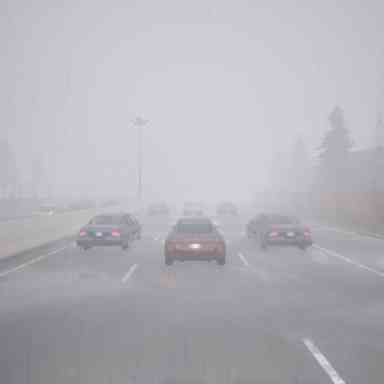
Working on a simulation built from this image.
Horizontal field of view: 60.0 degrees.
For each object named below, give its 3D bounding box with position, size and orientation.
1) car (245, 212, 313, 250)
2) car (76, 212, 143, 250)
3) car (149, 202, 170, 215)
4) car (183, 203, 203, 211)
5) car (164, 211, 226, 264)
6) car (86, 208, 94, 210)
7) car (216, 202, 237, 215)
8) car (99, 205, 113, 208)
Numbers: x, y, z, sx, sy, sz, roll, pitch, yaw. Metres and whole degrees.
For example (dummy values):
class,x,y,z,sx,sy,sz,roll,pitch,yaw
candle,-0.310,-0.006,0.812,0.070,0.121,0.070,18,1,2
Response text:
class,x,y,z,sx,sy,sz,roll,pitch,yaw
car,3.601,1.602,14.652,2.033,1.411,5.357,0,0,0
car,-3.399,1.603,14.664,2.033,1.411,5.357,0,0,0
car,-3.398,1.695,35.054,1.994,1.385,4.181,0,0,0
car,0.102,1.726,33.441,1.895,1.301,4.718,0,0,0
car,0.100,1.609,12.015,1.994,1.385,4.181,0,0,0
car,-14.081,1.708,42.931,2.033,1.411,5.357,0,0,0
car,3.604,1.695,35.101,1.994,1.385,4.181,0,0,0
car,-10.581,1.724,42.718,1.994,1.385,4.181,0,0,0
